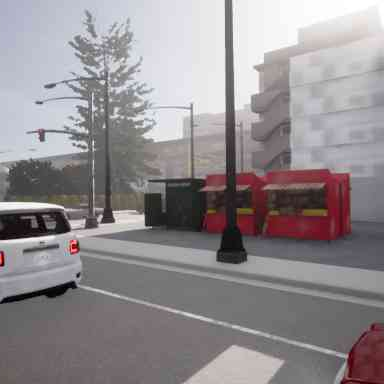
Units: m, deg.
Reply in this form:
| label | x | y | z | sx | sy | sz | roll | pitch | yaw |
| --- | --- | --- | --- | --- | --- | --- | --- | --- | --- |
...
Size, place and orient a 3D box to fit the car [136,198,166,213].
| label | x | y | z | sx | sy | sz | roll | pitch | yaw |
| --- | --- | --- | --- | --- | --- | --- | --- | --- | --- |
| car | -4.161 | 1.482 | 37.621 | 2.097 | 1.767 | 4.553 | -1 | -1 | 36 |

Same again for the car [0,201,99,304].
| label | x | y | z | sx | sy | sz | roll | pitch | yaw |
| --- | --- | --- | --- | --- | --- | --- | --- | --- | --- |
| car | -4.784 | 1.234 | 7.361 | 5.566 | 2.045 | 2.150 | 0 | 0 | 36 |

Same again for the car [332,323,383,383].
| label | x | y | z | sx | sy | sz | roll | pitch | yaw |
| --- | --- | --- | --- | --- | --- | --- | --- | --- | --- |
| car | 3.232 | 1.601 | 1.679 | 4.718 | 1.301 | 1.895 | 0 | 0 | 35 |

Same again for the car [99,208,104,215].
| label | x | y | z | sx | sy | sz | roll | pitch | yaw |
| --- | --- | --- | --- | --- | --- | --- | --- | --- | --- |
| car | -10.122 | 1.732 | 29.407 | 1.895 | 1.301 | 4.718 | -1 | -1 | 36 |

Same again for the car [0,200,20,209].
| label | x | y | z | sx | sy | sz | roll | pitch | yaw |
| --- | --- | --- | --- | --- | --- | --- | --- | --- | --- |
| car | -31.636 | 2.134 | 57.419 | 2.033 | 1.411 | 5.357 | -1 | 0 | -10 |
